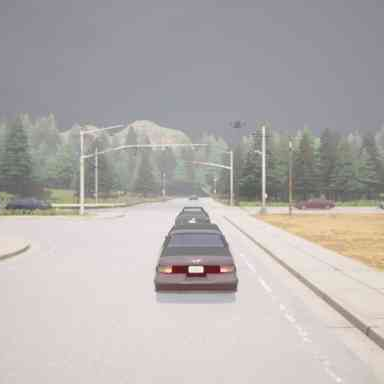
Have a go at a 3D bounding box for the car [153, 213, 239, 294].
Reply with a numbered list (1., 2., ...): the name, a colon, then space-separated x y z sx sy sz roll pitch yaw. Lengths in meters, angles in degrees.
1. car: 0.085 1.536 8.927 2.033 1.411 5.357 0 0 0

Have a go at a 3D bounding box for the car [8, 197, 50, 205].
1. car: -18.035 1.381 37.099 4.553 1.767 2.097 0 0 1

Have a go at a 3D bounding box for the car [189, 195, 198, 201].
1. car: 0.274 1.465 81.817 1.895 1.301 4.718 0 0 2

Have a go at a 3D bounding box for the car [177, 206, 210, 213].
1. car: 0.069 1.532 19.534 1.994 1.385 4.181 0 0 1

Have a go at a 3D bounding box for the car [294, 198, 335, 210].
1. car: 14.770 1.442 40.161 4.674 1.442 1.812 0 0 1

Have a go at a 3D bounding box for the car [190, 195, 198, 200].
1. car: 0.642 1.405 91.797 1.994 1.385 4.181 0 0 2

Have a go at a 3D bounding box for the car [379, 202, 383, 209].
1. car: 25.048 1.409 39.964 4.674 1.442 1.812 0 0 1
